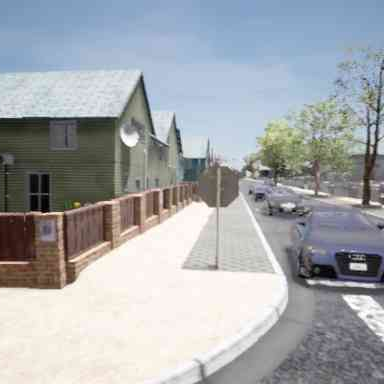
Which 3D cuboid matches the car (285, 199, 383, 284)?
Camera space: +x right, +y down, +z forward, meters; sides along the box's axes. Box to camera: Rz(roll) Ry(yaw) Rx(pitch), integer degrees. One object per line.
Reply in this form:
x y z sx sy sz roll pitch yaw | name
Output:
3.502 1.102 8.077 1.994 1.385 4.181 1 3 13 | car

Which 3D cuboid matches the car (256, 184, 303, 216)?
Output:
5.144 0.509 19.225 2.128 1.511 4.902 1 3 7 | car

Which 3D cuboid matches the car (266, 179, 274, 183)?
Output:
12.357 -1.272 54.507 2.097 1.767 4.553 1 3 7 | car

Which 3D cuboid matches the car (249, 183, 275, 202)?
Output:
6.416 0.119 29.760 1.895 1.301 4.718 1 3 7 | car

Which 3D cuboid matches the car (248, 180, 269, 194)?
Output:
7.705 -0.427 40.140 2.033 1.411 5.357 1 3 8 | car
